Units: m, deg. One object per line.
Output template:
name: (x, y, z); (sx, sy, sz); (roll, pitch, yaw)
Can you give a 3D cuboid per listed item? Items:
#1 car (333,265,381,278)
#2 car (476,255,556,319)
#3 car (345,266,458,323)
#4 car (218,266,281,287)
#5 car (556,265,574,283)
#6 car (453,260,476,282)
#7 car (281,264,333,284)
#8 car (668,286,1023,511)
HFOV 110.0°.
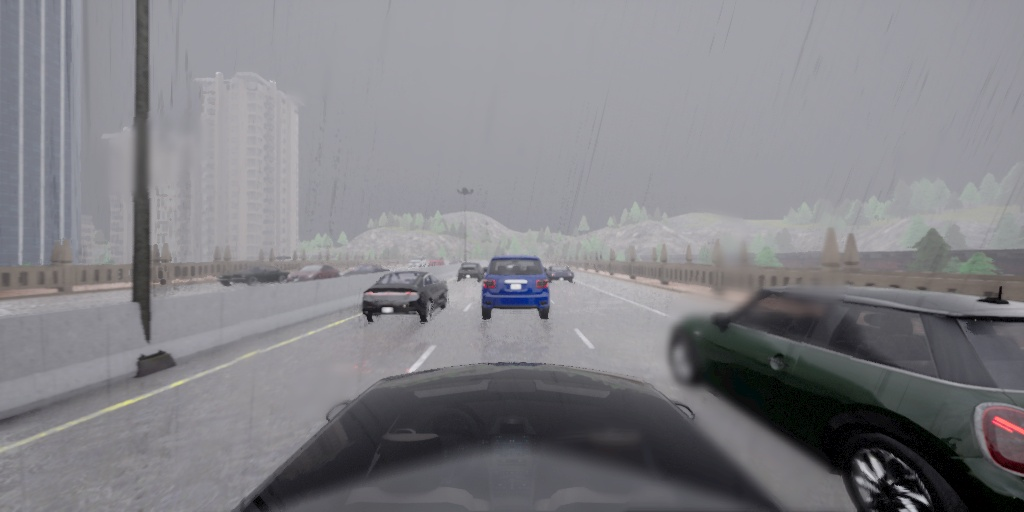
car: (-10.575, 1.342, 26.244); (2.033, 1.411, 5.357); (0, 0, 0)
car: (0.110, 0.993, 13.095); (2.150, 2.045, 5.566); (0, 0, 0)
car: (-3.389, 1.261, 12.185); (2.128, 1.511, 4.902); (0, 0, 0)
car: (-17.577, 1.390, 24.738); (1.895, 1.301, 4.718); (0, 0, 0)
car: (3.626, 1.404, 28.530); (1.895, 1.301, 4.718); (0, 0, 0)
car: (-3.373, 1.309, 29.901); (1.837, 1.490, 4.892); (0, 0, 0)
car: (-14.075, 1.318, 25.797); (1.812, 1.442, 4.674); (0, 0, 0)
car: (3.611, 1.108, 4.073); (2.097, 1.767, 4.553); (0, 0, 0)
